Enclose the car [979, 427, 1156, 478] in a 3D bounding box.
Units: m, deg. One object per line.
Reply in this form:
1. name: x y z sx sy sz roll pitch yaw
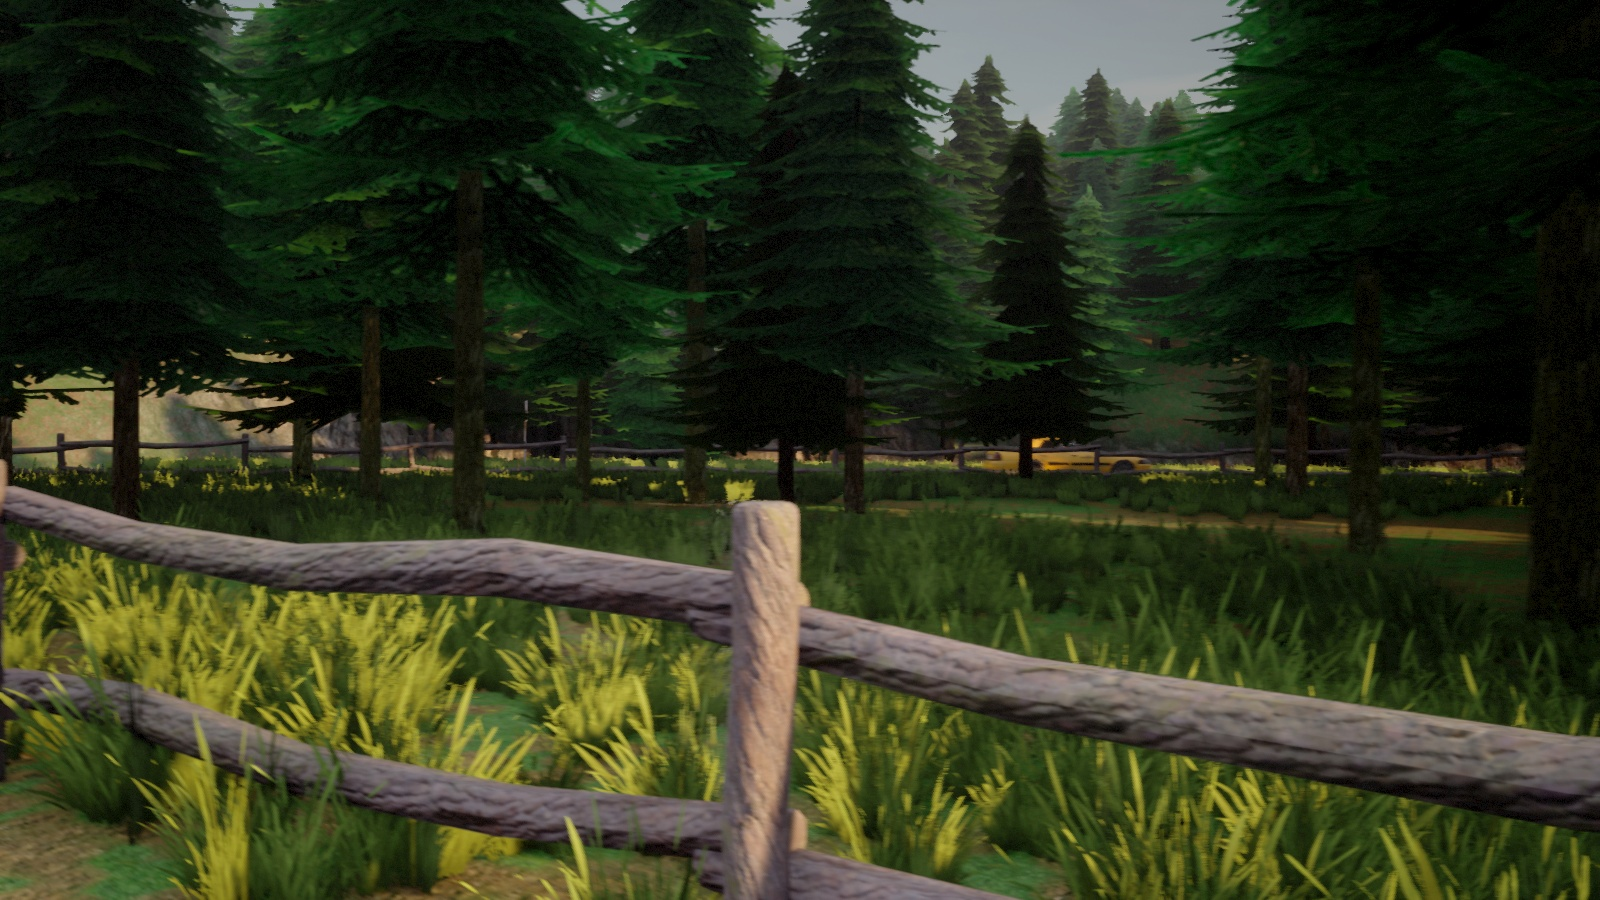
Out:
1. car: 8.653 0.060 40.914 5.366 1.575 1.801 -1 1 -1
